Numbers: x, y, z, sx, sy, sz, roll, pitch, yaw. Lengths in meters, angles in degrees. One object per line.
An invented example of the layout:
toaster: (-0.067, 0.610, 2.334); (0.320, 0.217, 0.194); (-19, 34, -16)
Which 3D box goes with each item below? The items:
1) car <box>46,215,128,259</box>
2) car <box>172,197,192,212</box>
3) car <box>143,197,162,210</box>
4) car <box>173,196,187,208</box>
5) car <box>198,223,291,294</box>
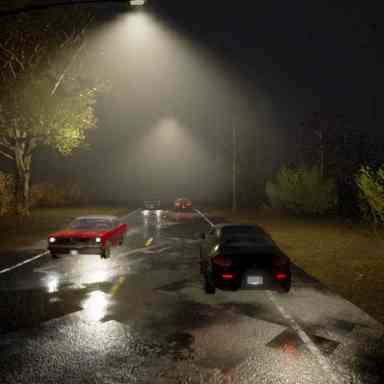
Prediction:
car: (-3.738, 1.592, 12.660); (1.895, 1.301, 4.718); (0, 0, -1)
car: (-1.031, 1.466, 37.514); (1.812, 1.442, 4.674); (0, 0, -3)
car: (-4.848, 1.439, 40.957); (1.837, 1.490, 4.892); (0, 0, -4)
car: (-1.725, 1.419, 47.694); (1.837, 1.490, 4.892); (0, 0, -4)
car: (1.174, 1.521, 8.653); (1.812, 1.442, 4.674); (0, 0, -1)
